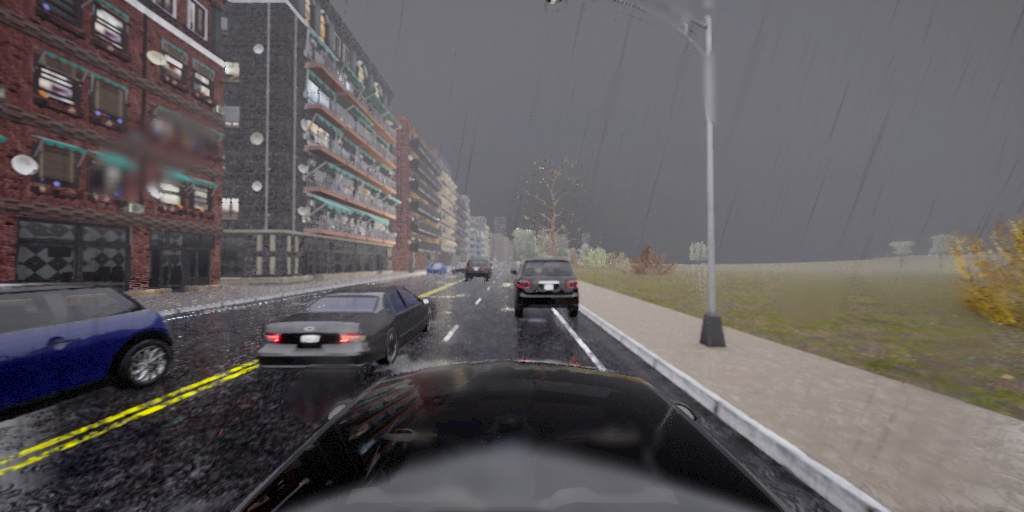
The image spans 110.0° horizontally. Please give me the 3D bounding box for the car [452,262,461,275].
[{"bbox_3d":[-6.531,1.534,46.923,2.097,1.767,4.553,0,-1,0],"label":"car"}]

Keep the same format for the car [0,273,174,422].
[{"bbox_3d":[-6.594,1.129,3.900,2.097,1.767,4.553,0,-1,0],"label":"car"}]

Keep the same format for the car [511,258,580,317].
[{"bbox_3d":[1.156,1.090,13.861,2.150,2.045,5.566,0,-1,0],"label":"car"}]

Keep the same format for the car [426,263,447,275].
[{"bbox_3d":[-9.782,1.661,46.758,1.882,1.535,5.008,0,-1,0],"label":"car"}]

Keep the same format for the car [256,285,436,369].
[{"bbox_3d":[-3.138,1.362,8.097,2.033,1.411,5.357,0,-1,0],"label":"car"}]

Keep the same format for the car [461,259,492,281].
[{"bbox_3d":[-3.103,1.279,33.755,2.150,2.045,5.566,0,0,0],"label":"car"}]
